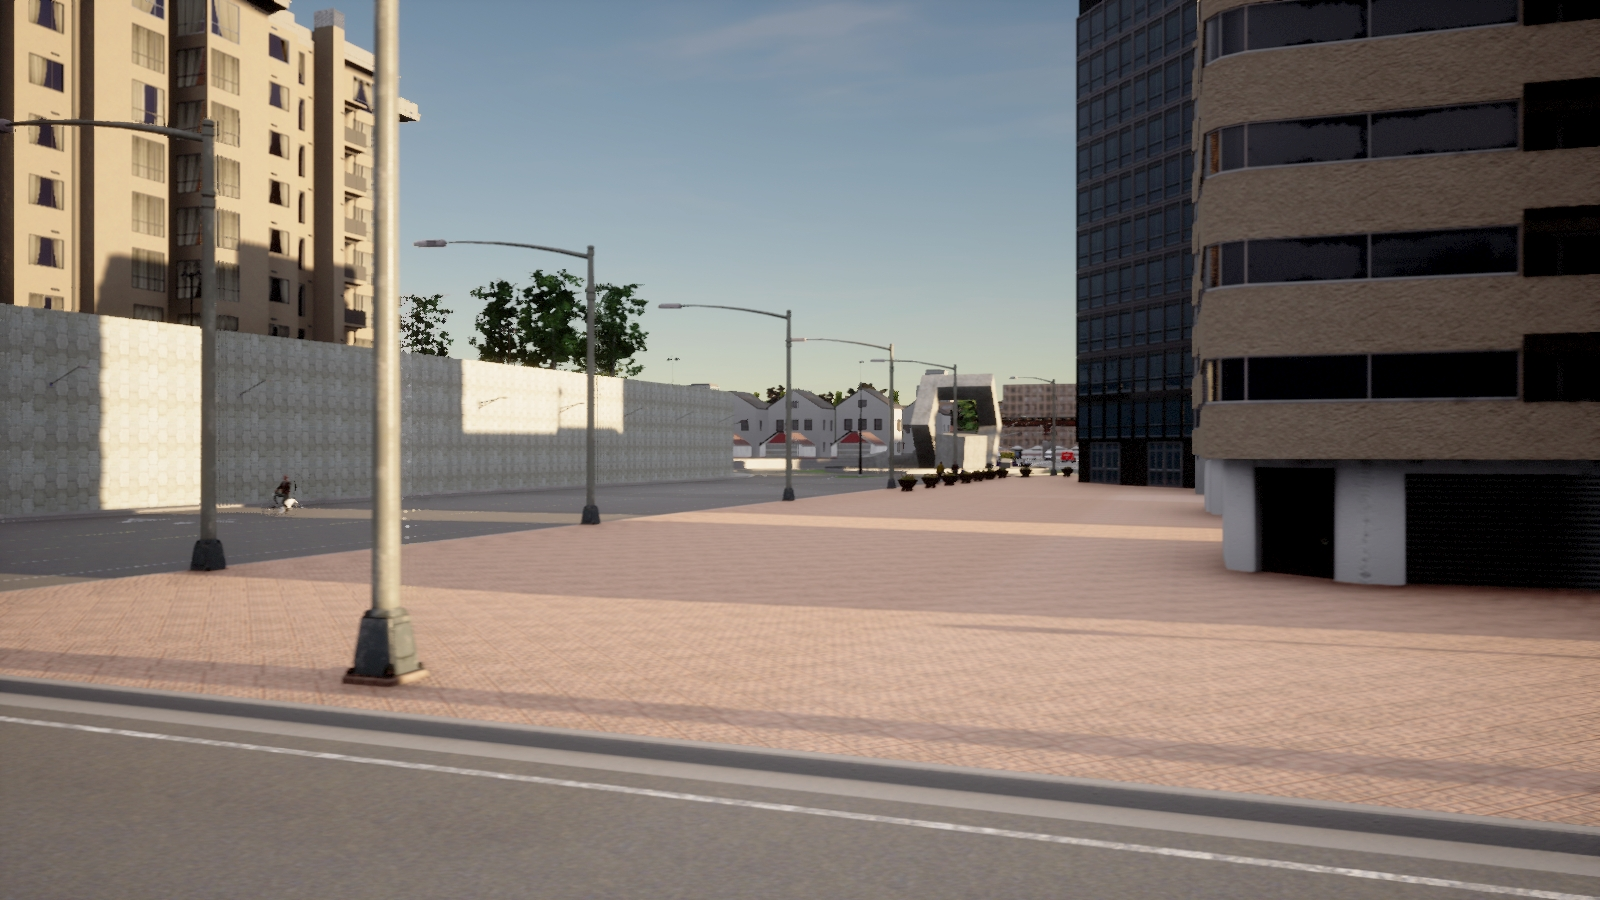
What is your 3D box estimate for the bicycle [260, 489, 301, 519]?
[{"bbox_3d":[-21.570,2.232,47.456,0.329,1.126,1.835,0,0,20],"label":"bicycle"}]
